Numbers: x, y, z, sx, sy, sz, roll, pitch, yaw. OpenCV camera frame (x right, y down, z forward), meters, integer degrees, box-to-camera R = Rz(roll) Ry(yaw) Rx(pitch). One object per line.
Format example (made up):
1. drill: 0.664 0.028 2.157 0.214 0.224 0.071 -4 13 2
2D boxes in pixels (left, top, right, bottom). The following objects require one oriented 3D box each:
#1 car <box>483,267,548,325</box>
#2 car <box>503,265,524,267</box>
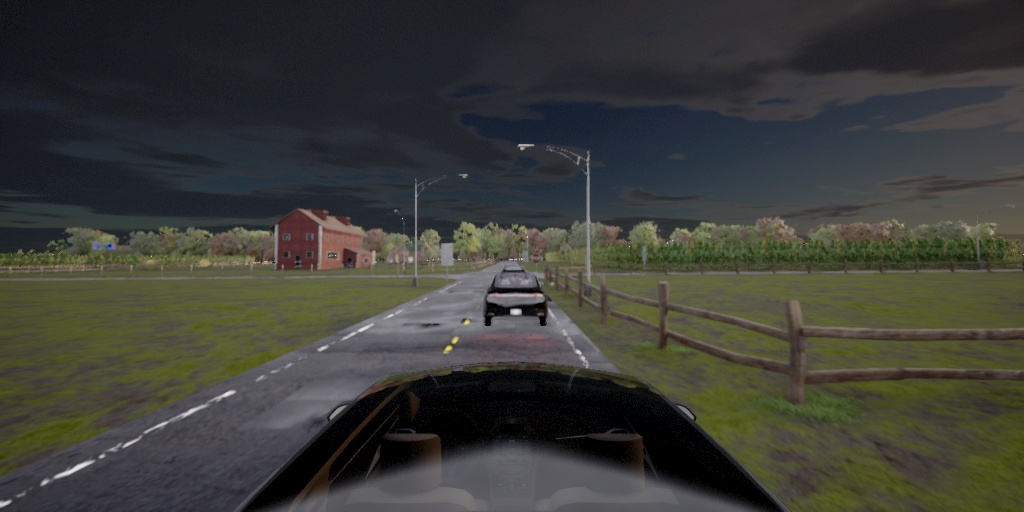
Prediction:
1. car: 0.103 1.277 11.947 2.128 1.511 4.902 0 0 0
2. car: 0.105 1.319 24.364 2.128 1.511 4.902 0 0 0
